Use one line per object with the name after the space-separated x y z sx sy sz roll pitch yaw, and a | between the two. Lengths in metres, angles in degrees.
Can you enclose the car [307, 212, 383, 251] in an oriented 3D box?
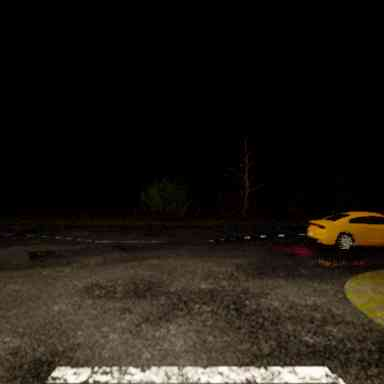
7.569 1.615 14.326 5.008 1.535 1.882 0 0 -2 | car
